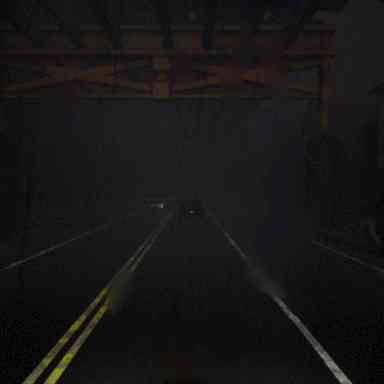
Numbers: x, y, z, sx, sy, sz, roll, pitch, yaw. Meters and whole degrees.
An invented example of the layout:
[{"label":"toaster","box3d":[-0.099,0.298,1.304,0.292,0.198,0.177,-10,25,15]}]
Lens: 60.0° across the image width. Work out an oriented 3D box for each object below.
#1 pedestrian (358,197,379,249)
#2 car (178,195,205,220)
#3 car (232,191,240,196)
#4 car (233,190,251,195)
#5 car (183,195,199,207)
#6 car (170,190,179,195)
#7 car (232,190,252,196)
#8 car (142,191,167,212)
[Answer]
[{"label":"pedestrian","box3d":[6.156,1.045,11.617,0.375,1.860,0.375,-1,1,0]},{"label":"car","box3d":[-0.033,1.264,26.022,1.882,1.535,5.008,0,0,0]},{"label":"car","box3d":[12.825,0.323,83.433,4.974,1.542,2.038,0,1,-20]},{"label":"car","box3d":[13.177,0.085,87.568,4.536,1.218,1.853,1,1,25]},{"label":"car","box3d":[-0.133,1.130,44.847,2.033,1.411,5.357,0,1,0]},{"label":"car","box3d":[-3.891,0.167,74.742,1.882,1.535,5.008,0,1,0]},{"label":"car","box3d":[13.130,0.242,87.593,4.974,1.542,2.038,1,1,25]},{"label":"car","box3d":[-3.776,0.934,34.304,2.150,2.045,5.566,0,0,0]}]
